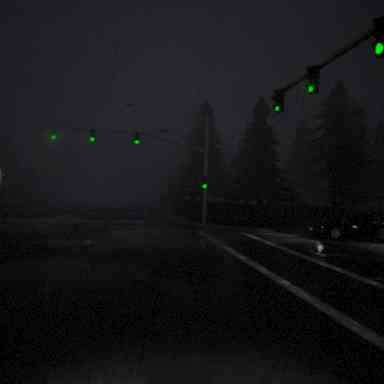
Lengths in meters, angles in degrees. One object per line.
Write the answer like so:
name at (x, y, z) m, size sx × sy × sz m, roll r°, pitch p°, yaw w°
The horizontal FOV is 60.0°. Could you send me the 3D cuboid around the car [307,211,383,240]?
car at (9.040, 1.885, 19.032) m, size 4.892 × 1.490 × 1.837 m, roll 2°, pitch 0°, yaw -10°
